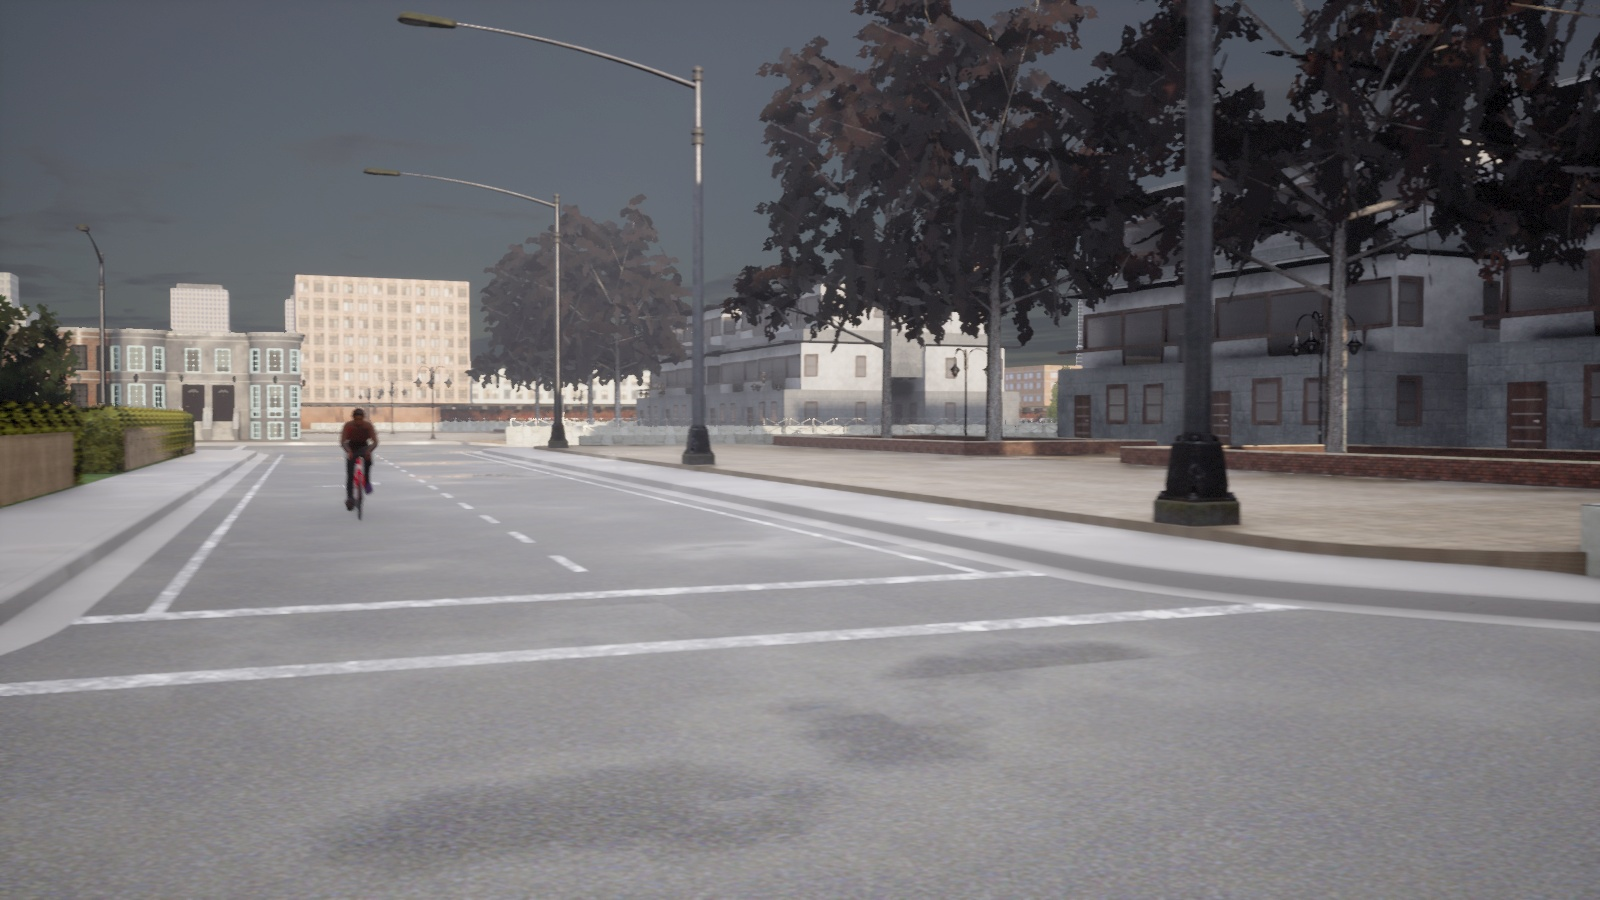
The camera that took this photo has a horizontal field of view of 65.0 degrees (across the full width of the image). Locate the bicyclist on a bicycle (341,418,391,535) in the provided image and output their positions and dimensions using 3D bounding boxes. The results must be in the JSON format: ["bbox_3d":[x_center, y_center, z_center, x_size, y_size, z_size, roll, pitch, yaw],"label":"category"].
[{"bbox_3d":[-6.368,0.354,18.375,0.582,1.620,1.656,-2,2,-21],"label":"bicyclist on a bicycle"}]
